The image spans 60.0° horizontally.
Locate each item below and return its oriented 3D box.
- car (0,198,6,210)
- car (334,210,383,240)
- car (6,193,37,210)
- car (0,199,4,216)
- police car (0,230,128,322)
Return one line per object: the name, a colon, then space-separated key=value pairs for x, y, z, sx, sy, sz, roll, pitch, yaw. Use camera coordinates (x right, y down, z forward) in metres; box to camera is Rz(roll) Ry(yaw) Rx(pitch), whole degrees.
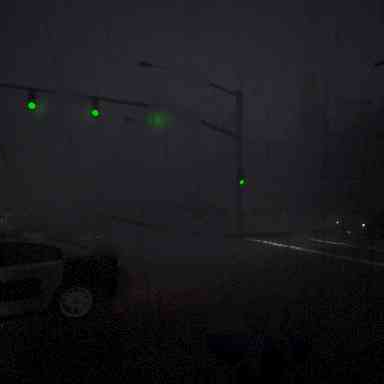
car: x=-25.366 y=1.499 z=41.790 sx=1.837 sy=1.490 sz=4.892 roll=0 pitch=0 yaw=-7
car: x=9.474 y=1.600 z=16.821 sx=4.718 sy=1.301 sz=1.895 roll=0 pitch=0 yaw=-26
car: x=-22.157 y=1.208 z=43.480 sx=2.150 sy=2.045 sz=5.566 roll=0 pitch=1 yaw=-6
car: x=-17.948 y=1.473 z=29.062 sx=1.882 sy=1.535 sz=5.008 roll=0 pitch=0 yaw=-24
police car: x=-3.785 y=1.424 z=5.834 sx=5.238 sy=1.638 sz=1.930 roll=0 pitch=0 yaw=-27
